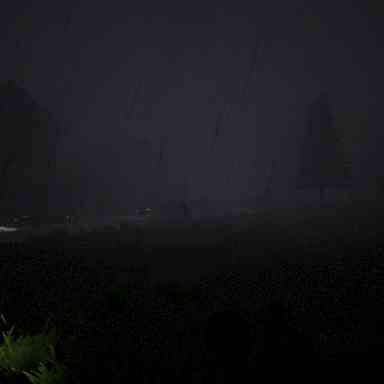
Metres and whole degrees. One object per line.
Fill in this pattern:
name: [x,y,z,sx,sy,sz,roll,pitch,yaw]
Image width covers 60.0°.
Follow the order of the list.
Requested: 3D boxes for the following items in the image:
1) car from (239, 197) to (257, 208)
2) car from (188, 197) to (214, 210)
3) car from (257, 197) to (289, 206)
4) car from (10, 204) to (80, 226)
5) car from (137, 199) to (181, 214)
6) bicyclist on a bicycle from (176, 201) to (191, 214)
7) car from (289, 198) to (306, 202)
car: [8.487,1.448,47.174,1.837,1.490,4.892,0,-1,36]
car: [1.263,1.409,42.116,1.816,1.474,4.193,7,3,33]
car: [10.797,1.453,44.242,1.812,1.442,4.674,0,0,36]
car: [-9.599,1.507,21.976,1.994,1.385,4.181,0,0,36]
car: [-3.003,1.448,31.204,1.837,1.490,4.892,0,0,36]
bicyclist on a bicycle: [-0.556,1.421,22.381,1.656,1.620,0.582,3,2,36]
car: [16.480,1.528,52.279,1.895,1.301,4.718,0,0,36]
